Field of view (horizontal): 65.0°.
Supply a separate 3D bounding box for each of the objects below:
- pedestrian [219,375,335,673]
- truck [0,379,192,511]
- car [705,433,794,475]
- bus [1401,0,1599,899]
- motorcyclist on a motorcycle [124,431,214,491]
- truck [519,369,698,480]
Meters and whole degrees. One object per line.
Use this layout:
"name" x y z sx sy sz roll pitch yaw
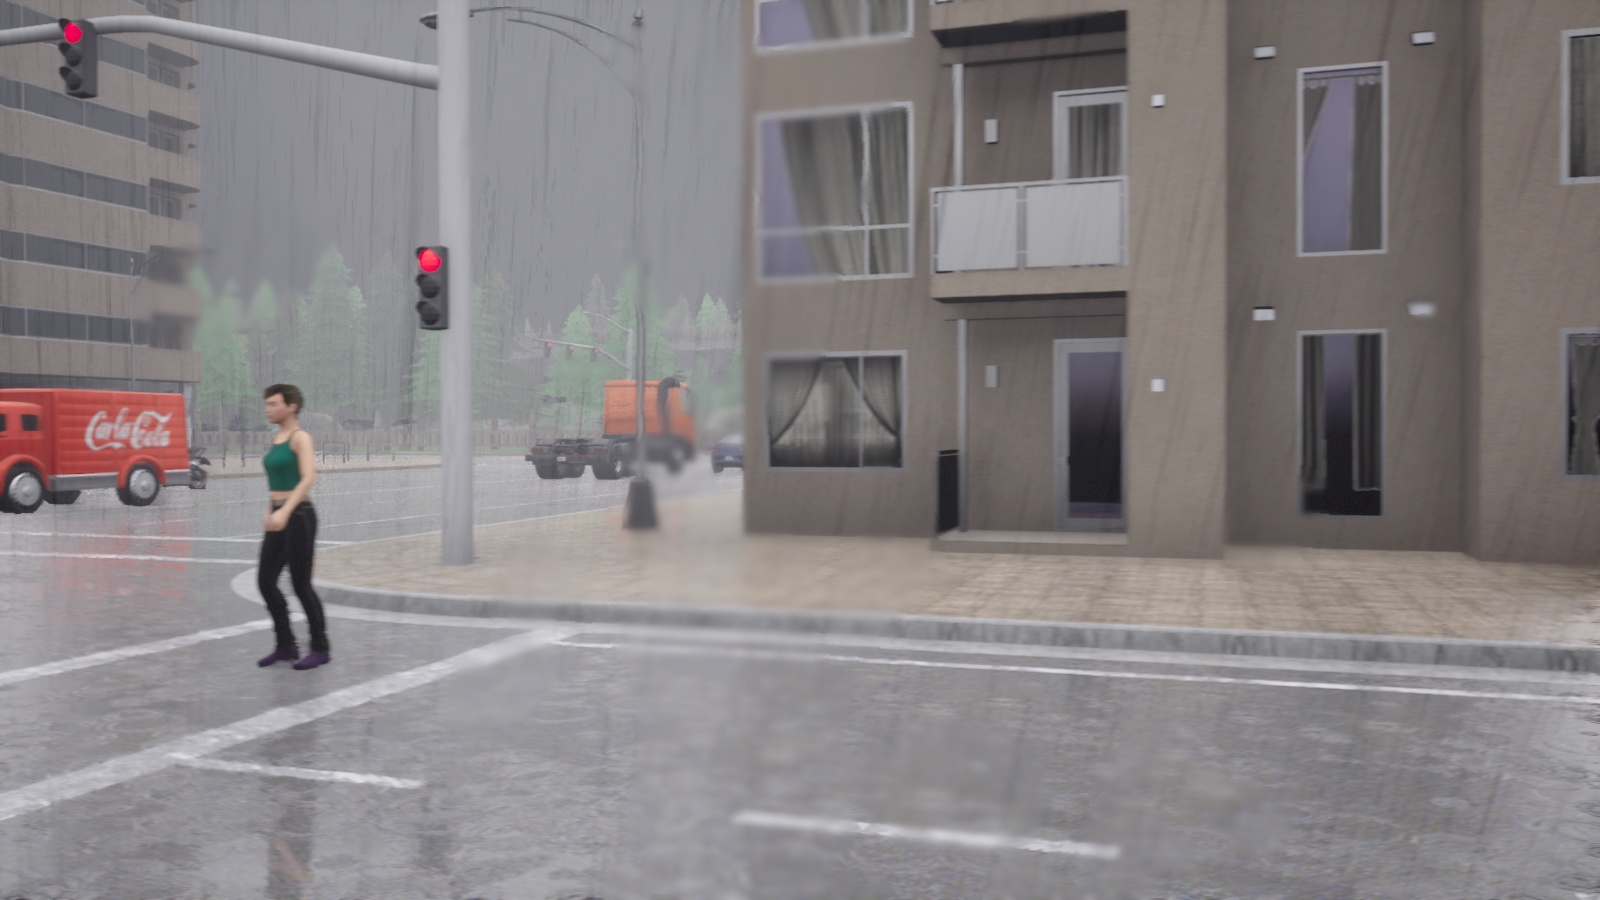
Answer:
"pedestrian" -3.362 0.454 8.084 0.345 1.836 0.594 1 1 42
"truck" -15.548 -0.130 25.813 2.627 2.467 5.204 1 1 18
"car" -1.787 0.111 46.157 1.812 1.442 4.674 1 1 18
"bus" 6.454 -0.542 1.046 10.273 4.253 3.944 1 1 18
"motorcyclist on a motorcycle" -16.796 0.265 33.498 0.866 1.530 2.191 1 1 18
"truck" -6.367 -0.868 43.247 2.891 3.462 7.936 1 1 18
